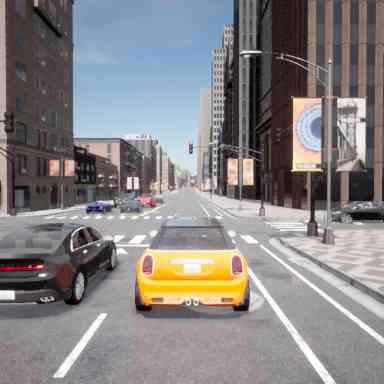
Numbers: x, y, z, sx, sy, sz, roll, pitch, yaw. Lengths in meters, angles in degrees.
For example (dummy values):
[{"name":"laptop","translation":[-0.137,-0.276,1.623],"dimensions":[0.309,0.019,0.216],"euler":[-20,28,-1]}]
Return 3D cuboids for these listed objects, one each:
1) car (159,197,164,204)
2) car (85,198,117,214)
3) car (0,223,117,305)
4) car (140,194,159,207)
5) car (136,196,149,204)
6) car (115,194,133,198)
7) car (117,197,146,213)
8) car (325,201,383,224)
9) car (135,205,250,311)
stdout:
[{"name":"car","translation":[-6.519,1.593,64.051],"dimensions":[1.994,1.385,4.181],"euler":[0,0,1]},{"name":"car","translation":[-9.840,1.616,35.585],"dimensions":[1.895,1.301,4.718],"euler":[0,0,0]},{"name":"car","translation":[-3.151,1.504,8.055],"dimensions":[1.837,1.490,4.892],"euler":[0,0,0]},{"name":"car","translation":[-6.584,1.247,48.824],"dimensions":[2.150,2.045,5.566],"euler":[0,0,0]},{"name":"car","translation":[-9.761,1.594,66.170],"dimensions":[1.994,1.385,4.181],"euler":[0,0,1]},{"name":"car","translation":[-9.823,1.246,48.326],"dimensions":[2.150,2.045,5.566],"euler":[0,0,1]},{"name":"car","translation":[-6.591,1.580,36.743],"dimensions":[1.994,1.385,4.181],"euler":[0,0,0]},{"name":"car","translation":[11.977,1.406,23.532],"dimensions":[4.902,1.511,2.128],"euler":[0,1,-1]},{"name":"car","translation":[0.013,1.351,7.909],"dimensions":[2.097,1.767,4.553],"euler":[0,0,0]}]
